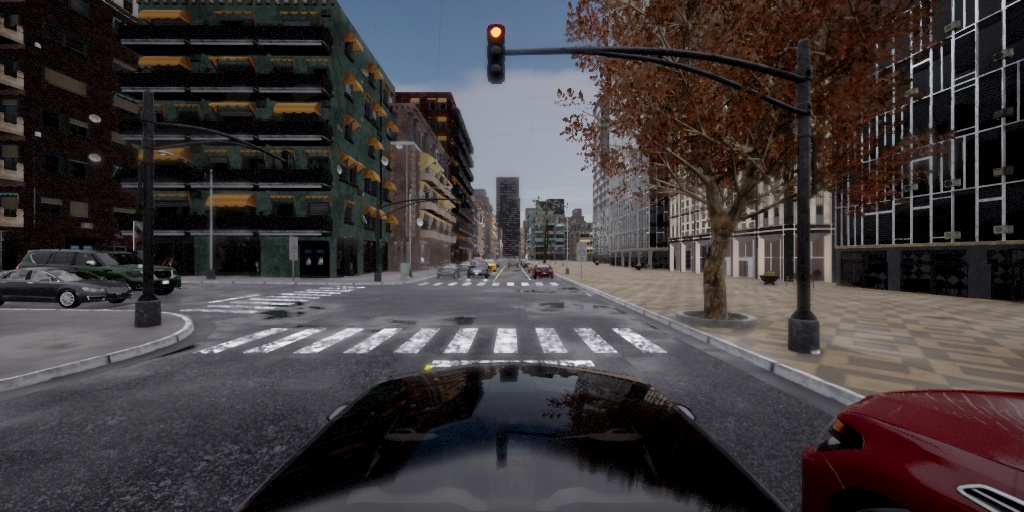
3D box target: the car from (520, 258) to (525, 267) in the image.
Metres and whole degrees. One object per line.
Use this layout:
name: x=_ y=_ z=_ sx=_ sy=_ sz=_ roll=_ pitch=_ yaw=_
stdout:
car: x=2.783 y=1.375 z=59.995 sx=1.802 sy=1.307 sz=4.207 roll=0 pitch=0 yaw=0

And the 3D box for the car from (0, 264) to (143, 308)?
car: x=-16.417 y=1.091 z=12.947 sx=4.403 sy=1.370 sz=2.007 roll=0 pitch=0 yaw=0

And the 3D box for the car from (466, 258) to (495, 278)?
car: x=-3.043 y=1.255 z=33.632 sx=2.128 sy=1.511 sz=4.902 roll=0 pitch=0 yaw=1

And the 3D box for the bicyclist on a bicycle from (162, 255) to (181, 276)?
bicyclist on a bicycle: x=-23.133 y=0.761 z=24.218 sx=0.582 sy=1.620 sz=1.656 roll=1 pitch=0 yaw=0

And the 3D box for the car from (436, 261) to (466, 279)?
car: x=-5.641 y=1.313 z=32.346 sx=2.007 sy=1.370 sz=4.403 roll=0 pitch=0 yaw=0

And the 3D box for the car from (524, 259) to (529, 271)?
car: x=2.757 y=1.298 z=43.568 sx=1.751 sy=1.417 sz=4.829 roll=0 pitch=0 yaw=0

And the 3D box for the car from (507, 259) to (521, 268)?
car: x=0.199 y=1.289 z=63.479 sx=2.128 sy=1.511 sz=4.902 roll=0 pitch=0 yaw=0

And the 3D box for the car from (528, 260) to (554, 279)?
car: x=2.739 y=1.307 z=32.333 sx=1.888 sy=1.381 sz=4.507 roll=0 pitch=0 yaw=0

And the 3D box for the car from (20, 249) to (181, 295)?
car: x=-17.766 y=0.747 z=15.530 sx=5.566 sy=2.045 sz=2.150 roll=1 pitch=0 yaw=0

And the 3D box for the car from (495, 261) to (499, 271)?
car: x=-3.029 y=1.253 z=45.803 sx=1.882 sy=1.535 sz=5.008 roll=0 pitch=0 yaw=0
